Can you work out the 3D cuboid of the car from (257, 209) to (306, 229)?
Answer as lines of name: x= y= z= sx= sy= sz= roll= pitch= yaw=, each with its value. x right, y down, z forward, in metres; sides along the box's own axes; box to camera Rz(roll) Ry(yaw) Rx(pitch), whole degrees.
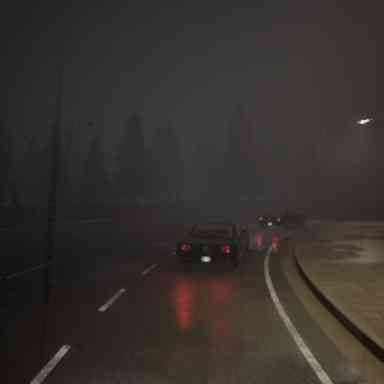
car: x=6.470 y=1.842 z=23.631 sx=1.895 sy=1.301 sz=4.718 roll=0 pitch=-1 yaw=37

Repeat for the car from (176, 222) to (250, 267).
car: x=0.993 y=1.724 z=12.007 sx=1.895 sy=1.301 sz=4.718 roll=0 pitch=-1 yaw=15
